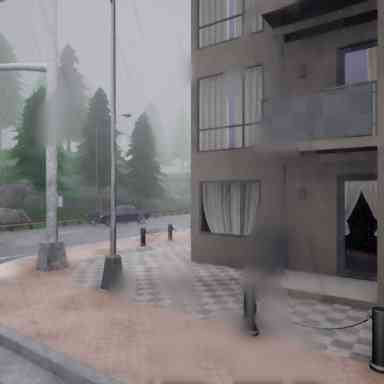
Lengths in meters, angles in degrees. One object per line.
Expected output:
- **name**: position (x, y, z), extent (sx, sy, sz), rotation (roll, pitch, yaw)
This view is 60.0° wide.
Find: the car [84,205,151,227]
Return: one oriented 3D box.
- **car**: position (-5.086, 1.618, 23.127), extent (1.895, 1.301, 4.718), rotation (0, 0, 35)
